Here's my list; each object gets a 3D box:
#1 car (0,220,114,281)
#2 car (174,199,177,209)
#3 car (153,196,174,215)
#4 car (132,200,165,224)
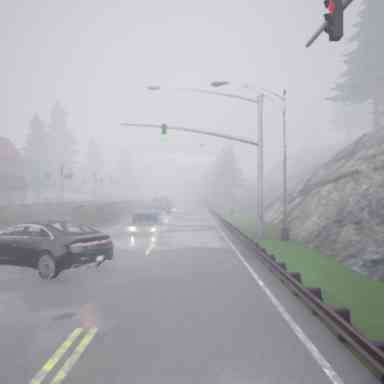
[{"bbox_3d":[-4.676,1.631,10.282,4.902,1.511,2.128,-1,-1,28],"label":"car"},{"bbox_3d":[-3.562,1.735,52.655,2.097,1.767,4.553,0,0,0],"label":"car"},{"bbox_3d":[-3.589,1.503,38.802,2.150,2.045,5.566,0,0,0],"label":"car"},{"bbox_3d":[-3.596,1.676,27.130,1.882,1.535,5.008,0,0,0],"label":"car"}]
